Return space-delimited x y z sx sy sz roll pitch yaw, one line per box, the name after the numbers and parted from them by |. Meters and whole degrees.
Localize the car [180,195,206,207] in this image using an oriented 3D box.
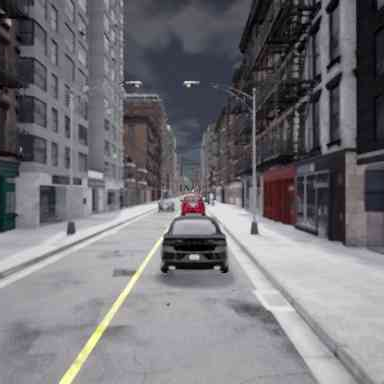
0.108 1.304 31.132 2.150 2.045 5.566 0 0 0 | car

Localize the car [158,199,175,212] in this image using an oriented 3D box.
-3.076 1.616 40.390 2.128 1.511 4.902 0 0 0 | car

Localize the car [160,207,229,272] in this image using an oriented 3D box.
0.079 1.496 10.930 1.882 1.535 5.008 0 0 0 | car
